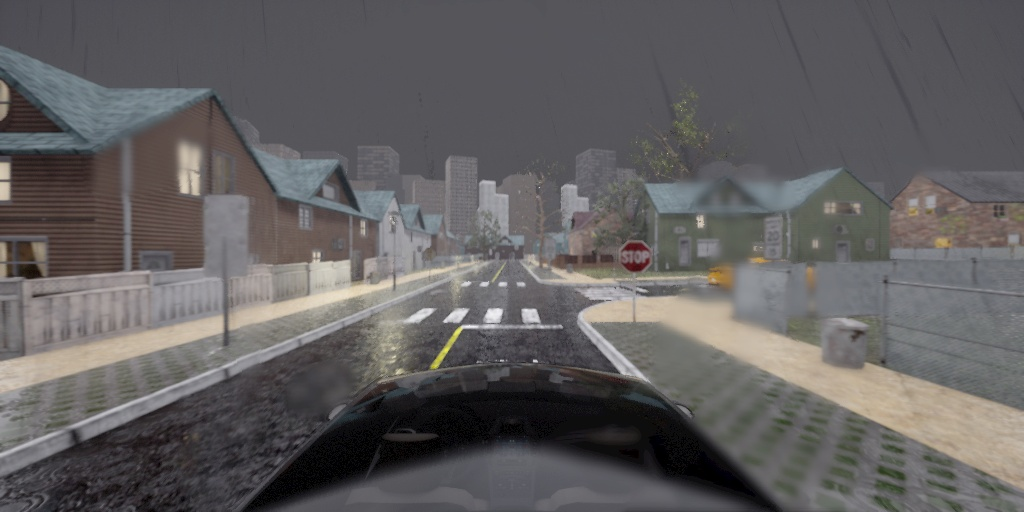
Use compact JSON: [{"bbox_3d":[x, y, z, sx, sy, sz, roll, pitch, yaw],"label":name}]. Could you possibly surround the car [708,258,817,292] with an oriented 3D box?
[{"bbox_3d":[11.497,0.841,16.003,5.008,1.535,1.882,-1,0,1],"label":"car"}]
